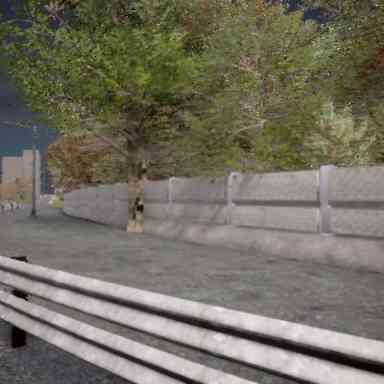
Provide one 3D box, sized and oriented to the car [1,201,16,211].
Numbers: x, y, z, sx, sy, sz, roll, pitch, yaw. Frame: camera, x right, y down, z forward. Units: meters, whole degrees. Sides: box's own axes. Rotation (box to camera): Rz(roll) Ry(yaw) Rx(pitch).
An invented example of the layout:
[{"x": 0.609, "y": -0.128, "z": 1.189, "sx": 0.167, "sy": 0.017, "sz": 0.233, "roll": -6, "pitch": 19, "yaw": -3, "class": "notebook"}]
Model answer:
[{"x": -33.032, "y": 2.535, "z": 58.909, "sx": 2.033, "sy": 1.411, "sz": 5.357, "roll": 1, "pitch": -2, "yaw": -23, "class": "car"}]
